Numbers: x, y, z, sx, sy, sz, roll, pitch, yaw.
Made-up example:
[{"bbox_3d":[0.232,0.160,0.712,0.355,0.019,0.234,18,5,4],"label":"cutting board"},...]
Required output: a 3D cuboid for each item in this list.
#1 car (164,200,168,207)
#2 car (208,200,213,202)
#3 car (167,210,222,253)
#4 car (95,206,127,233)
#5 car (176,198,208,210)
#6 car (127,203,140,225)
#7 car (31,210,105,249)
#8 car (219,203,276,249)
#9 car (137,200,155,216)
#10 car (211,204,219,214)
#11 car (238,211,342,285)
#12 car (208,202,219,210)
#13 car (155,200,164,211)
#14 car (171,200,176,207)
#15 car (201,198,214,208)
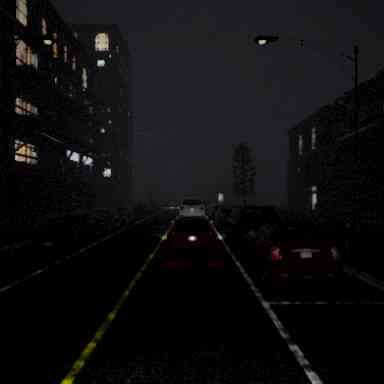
[{"bbox_3d":[-5.666,2.199,65.015,1.752,1.417,4.829,0,-1,0],"label":"car"},{"bbox_3d":[2.705,1.926,37.483,2.008,1.369,4.403,0,-1,0],"label":"car"},{"bbox_3d":[0.010,1.701,14.272,1.994,1.385,4.181,0,0,0],"label":"car"},{"bbox_3d":[-5.681,1.751,20.872,2.008,1.369,4.403,0,-1,0],"label":"car"},{"bbox_3d":[0.012,1.501,29.024,2.150,2.045,5.566,0,0,0],"label":"car"},{"bbox_3d":[-5.680,1.807,26.410,2.008,1.369,4.403,0,-1,0],"label":"car"},{"bbox_3d":[-5.684,1.712,15.334,1.947,1.339,4.313,0,-1,0],"label":"car"},{"bbox_3d":[2.697,1.462,15.333,2.192,1.841,5.009,0,-1,0],"label":"car"},{"bbox_3d":[-5.676,1.815,37.488,1.967,1.590,4.097,0,-1,0],"label":"car"},{"bbox_3d":[2.701,1.839,26.406,1.802,1.307,4.206,0,-1,0],"label":"car"},{"bbox_3d":[2.695,1.534,9.792,1.967,1.590,4.097,0,-1,0],"label":"car"},{"bbox_3d":[2.702,1.881,31.946,1.947,1.339,4.313,0,-1,0],"label":"car"},{"bbox_3d":[-5.671,1.935,48.567,1.967,1.590,4.097,0,-1,0],"label":"car"},{"bbox_3d":[-3.012,2.184,63.456,1.812,1.442,4.674,0,-1,1],"label":"car"},{"bbox_3d":[2.714,1.930,59.643,2.192,1.841,5.009,0,-1,0],"label":"car"}]
